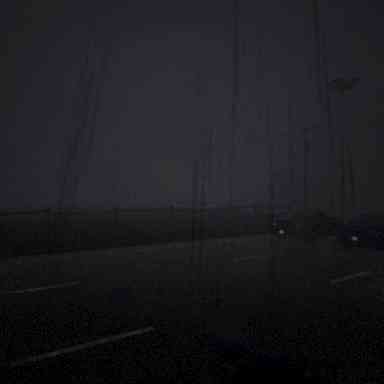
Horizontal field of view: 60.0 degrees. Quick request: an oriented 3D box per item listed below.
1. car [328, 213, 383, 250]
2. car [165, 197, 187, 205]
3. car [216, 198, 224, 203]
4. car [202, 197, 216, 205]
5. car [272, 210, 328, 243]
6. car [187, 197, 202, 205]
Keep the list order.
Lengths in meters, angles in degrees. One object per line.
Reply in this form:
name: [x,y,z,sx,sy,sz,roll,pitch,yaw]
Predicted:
car: [8.126,1.613,13.964,5.008,1.535,1.882,0,0,-36]
car: [-3.568,1.828,65.632,1.837,1.490,4.892,1,0,-36]
car: [5.010,1.945,71.751,1.812,1.442,4.674,1,0,-36]
car: [2.184,1.866,69.687,1.882,1.535,5.008,1,0,-36]
car: [6.026,1.660,16.764,4.674,1.442,1.812,0,0,-36]
car: [-0.846,1.902,67.894,2.033,1.411,5.357,1,0,-36]
